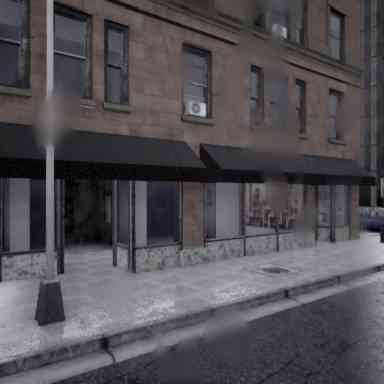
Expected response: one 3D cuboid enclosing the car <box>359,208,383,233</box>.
[{"bbox_3d":[9.939,1.557,17.643,2.033,1.411,5.357,0,0,-35],"label":"car"}]
